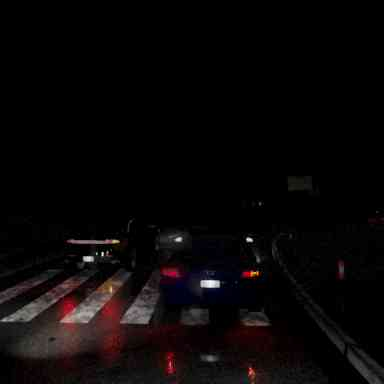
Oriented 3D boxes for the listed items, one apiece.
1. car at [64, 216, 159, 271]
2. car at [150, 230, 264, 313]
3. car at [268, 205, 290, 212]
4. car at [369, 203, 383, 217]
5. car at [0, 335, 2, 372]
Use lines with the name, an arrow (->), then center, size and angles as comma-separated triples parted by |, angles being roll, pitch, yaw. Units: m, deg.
car -> -2.377, 1.522, 10.997 | 2.128, 1.511, 4.902 | -1, 0, 7
car -> 0.503, 1.561, 7.782 | 1.994, 1.385, 4.181 | 0, 0, 5
car -> 19.082, 3.755, 73.234 | 4.553, 1.767, 2.097 | -4, -6, 41
car -> 20.776, 1.894, 36.321 | 2.128, 1.511, 4.902 | -3, -2, 40
car -> -3.075, 1.508, 1.772 | 1.837, 1.490, 4.892 | 0, 0, 1
